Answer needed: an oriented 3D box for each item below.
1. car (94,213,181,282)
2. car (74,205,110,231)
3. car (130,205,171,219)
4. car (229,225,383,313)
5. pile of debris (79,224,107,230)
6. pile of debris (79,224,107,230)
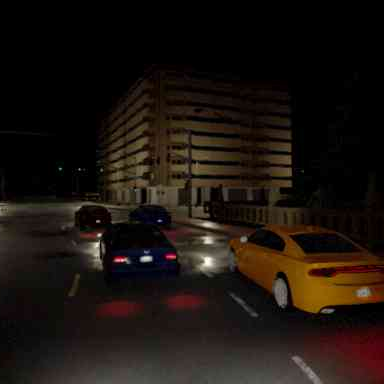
[{"bbox_3d":[-1.792,1.602,10.059,2.033,1.411,5.357,0,0,-17],"label":"car"},{"bbox_3d":[-6.616,1.602,22.015,1.882,1.535,5.008,0,0,-25],"label":"car"},{"bbox_3d":[-2.905,1.596,22.400,1.882,1.535,5.008,0,0,-23],"label":"car"},{"bbox_3d":[2.338,1.513,7.865,1.882,1.535,5.008,0,0,-11],"label":"car"},{"bbox_3d":[-6.581,2.299,21.976,1.500,0.140,1.860,0,0,-25],"label":"pile of debris"},{"bbox_3d":[-6.581,2.299,21.976,1.500,0.140,1.860,0,0,-25],"label":"pile of debris"}]
